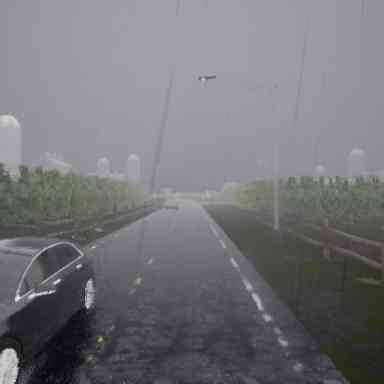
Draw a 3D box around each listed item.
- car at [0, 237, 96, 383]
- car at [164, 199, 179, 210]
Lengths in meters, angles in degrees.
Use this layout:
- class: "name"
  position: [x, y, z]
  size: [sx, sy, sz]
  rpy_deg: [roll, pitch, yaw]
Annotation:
- class: "car"
  position: [-2.851, 1.531, 4.941]
  size: [1.837, 1.490, 4.892]
  rpy_deg: [0, 0, 0]
- class: "car"
  position: [-2.834, 1.780, 46.844]
  size: [1.837, 1.490, 4.892]
  rpy_deg: [0, 0, 0]
